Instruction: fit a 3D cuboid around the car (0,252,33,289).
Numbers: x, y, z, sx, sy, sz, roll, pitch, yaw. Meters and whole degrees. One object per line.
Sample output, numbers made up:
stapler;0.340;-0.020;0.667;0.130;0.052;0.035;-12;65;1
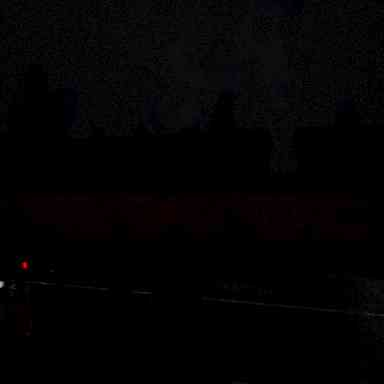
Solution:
car;-6.469;1.806;8.155;4.718;1.301;1.895;0;-2;16
